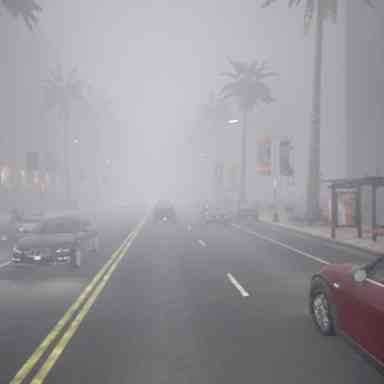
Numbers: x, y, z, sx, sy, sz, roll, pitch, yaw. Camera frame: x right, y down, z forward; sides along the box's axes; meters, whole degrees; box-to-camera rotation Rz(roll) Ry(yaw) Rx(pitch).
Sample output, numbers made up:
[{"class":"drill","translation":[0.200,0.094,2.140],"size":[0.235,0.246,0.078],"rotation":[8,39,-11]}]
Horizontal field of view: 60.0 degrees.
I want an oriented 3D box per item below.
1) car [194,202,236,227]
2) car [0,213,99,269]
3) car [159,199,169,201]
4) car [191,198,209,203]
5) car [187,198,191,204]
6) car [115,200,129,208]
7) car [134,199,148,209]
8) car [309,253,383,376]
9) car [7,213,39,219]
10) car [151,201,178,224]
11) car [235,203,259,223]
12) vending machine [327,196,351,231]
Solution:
[{"class":"car","translation":[1.493,1.751,24.776],"size":[2.033,1.411,5.357],"rotation":[0,0,-5]},{"class":"car","translation":[-4.557,1.626,11.749],"size":[1.837,1.490,4.892],"rotation":[0,0,-5]},{"class":"car","translation":[-3.576,1.724,41.975],"size":[2.097,1.767,4.553],"rotation":[0,-1,-5]},{"class":"car","translation":[1.584,1.831,57.059],"size":[2.185,1.767,4.553],"rotation":[0,0,-5]},{"class":"car","translation":[-0.083,2.182,78.925],"size":[2.161,1.482,4.786],"rotation":[0,0,-5]},{"class":"car","translation":[-12.276,2.082,58.981],"size":[1.812,1.442,4.674],"rotation":[0,0,-4]},{"class":"car","translation":[-8.461,2.013,55.418],"size":[1.837,1.490,4.892],"rotation":[0,0,-5]},{"class":"car","translation":[3.135,1.372,3.925],"size":[2.097,1.767,4.553],"rotation":[0,0,-2]},{"class":"car","translation":[-8.547,1.785,17.008],"size":[1.895,1.301,4.718],"rotation":[0,0,-5]},{"class":"car","translation":[-2.227,1.745,27.022],"size":[1.837,1.490,4.892],"rotation":[0,0,-5]},{"class":"car","translation":[4.219,1.698,27.803],"size":[2.231,1.521,4.892],"rotation":[0,0,-5]},{"class":"vending machine","translation":[9.170,1.330,20.766],"size":[1.100,2.100,0.880],"rotation":[0,0,-5]}]
